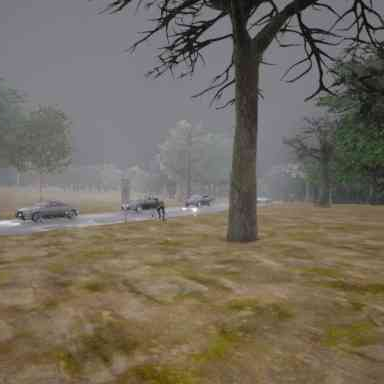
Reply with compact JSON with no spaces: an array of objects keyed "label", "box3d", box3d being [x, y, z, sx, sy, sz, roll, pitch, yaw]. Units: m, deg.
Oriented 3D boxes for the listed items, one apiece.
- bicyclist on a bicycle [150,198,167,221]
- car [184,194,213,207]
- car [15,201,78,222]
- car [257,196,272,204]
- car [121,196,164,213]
[{"label":"bicyclist on a bicycle","box3d":[-2.451,1.288,24.053,1.656,1.620,0.582,0,0,36]},{"label":"car","box3d":[0.875,1.057,40.921,1.837,1.490,4.892,1,1,31]},{"label":"car","box3d":[-10.453,1.346,24.094,1.994,1.385,4.181,2,2,37]},{"label":"car","box3d":[12.177,1.284,55.804,1.895,1.301,4.718,1,0,23]},{"label":"car","box3d":[-4.677,1.147,32.149,2.128,1.511,4.902,2,2,34]}]
